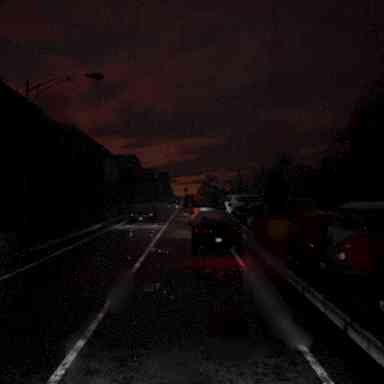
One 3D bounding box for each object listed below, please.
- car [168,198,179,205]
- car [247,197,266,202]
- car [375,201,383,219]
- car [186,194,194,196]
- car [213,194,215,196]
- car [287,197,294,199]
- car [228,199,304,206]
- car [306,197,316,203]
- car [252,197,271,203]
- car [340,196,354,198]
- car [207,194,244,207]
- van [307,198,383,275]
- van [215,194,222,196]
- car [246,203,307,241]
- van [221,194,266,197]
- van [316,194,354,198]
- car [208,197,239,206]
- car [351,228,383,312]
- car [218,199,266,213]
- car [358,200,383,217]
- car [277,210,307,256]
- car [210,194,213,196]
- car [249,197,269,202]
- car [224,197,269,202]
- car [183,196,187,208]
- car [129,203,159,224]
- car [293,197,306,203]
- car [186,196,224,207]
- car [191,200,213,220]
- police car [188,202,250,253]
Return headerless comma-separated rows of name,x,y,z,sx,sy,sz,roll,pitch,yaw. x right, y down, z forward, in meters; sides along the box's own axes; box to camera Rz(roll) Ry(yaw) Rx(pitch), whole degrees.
car,-3.649,1.847,65.642,1.895,1.301,4.718,0,-1,0
car,18.144,2.051,93.684,4.892,1.521,2.231,0,-1,0
car,18.494,1.515,28.148,4.792,1.488,2.163,0,0,0
car,-0.386,1.475,65.336,2.150,2.045,5.566,0,-1,0
car,5.316,1.396,41.936,4.553,1.767,2.185,0,0,0
car,18.366,1.579,53.211,5.008,1.535,2.097,0,-1,0
car,5.461,1.478,25.111,4.892,1.521,2.231,0,0,0
car,18.378,1.407,44.857,4.553,1.767,2.185,0,0,0
car,18.180,2.011,87.262,4.674,1.452,2.002,0,-1,0
car,18.298,1.497,33.718,5.366,1.575,1.946,0,0,0
car,5.310,1.328,53.148,5.566,2.045,2.435,0,0,0
van,5.472,1.243,8.298,4.442,1.987,1.878,0,0,0
van,5.250,1.289,39.132,4.442,1.987,1.878,0,0,0
car,5.522,1.466,16.705,5.008,1.535,2.097,0,0,0
van,5.521,1.273,33.527,4.442,1.987,1.878,0,0,0
van,18.543,1.296,42.078,4.442,1.987,1.878,0,0,0
car,5.260,1.603,55.946,4.892,1.521,2.231,0,0,0
car,5.580,1.500,5.496,4.792,1.488,2.163,0,0,0
car,5.379,1.508,36.328,4.892,1.521,2.231,0,0,0
car,18.498,1.493,30.933,5.008,1.535,2.097,0,0,0
car,5.598,1.497,11.103,4.792,1.488,2.163,0,0,0
car,5.358,1.281,44.738,5.566,2.045,2.435,0,0,0
car,18.172,2.009,90.411,5.008,1.535,2.097,0,-1,0
car,5.419,1.492,30.722,5.008,1.535,2.097,0,0,0
car,-0.273,1.639,47.885,1.994,1.385,4.181,0,0,0
car,-3.495,1.536,24.893,1.812,1.442,4.674,0,0,0
car,18.379,1.601,50.424,4.674,1.452,2.002,0,0,0
car,0.835,1.359,23.790,2.097,1.767,4.553,0,0,0
car,0.799,1.528,29.829,1.837,1.490,4.892,0,0,0
police car,0.894,1.422,13.909,1.930,1.638,5.238,0,0,0
